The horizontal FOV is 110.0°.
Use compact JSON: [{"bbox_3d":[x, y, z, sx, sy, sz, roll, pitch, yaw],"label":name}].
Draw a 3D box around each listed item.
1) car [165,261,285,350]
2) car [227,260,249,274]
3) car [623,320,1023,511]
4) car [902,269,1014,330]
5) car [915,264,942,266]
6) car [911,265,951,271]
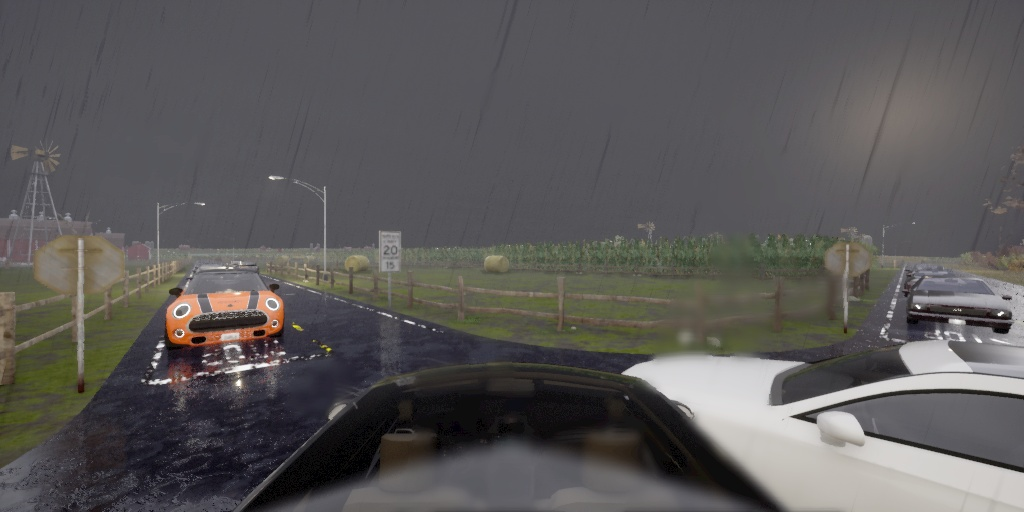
[{"bbox_3d":[-7.466,1.137,9.427,2.097,1.767,4.553,0,0,-39],"label":"car"},{"bbox_3d":[-33.211,1.269,43.389,1.837,1.490,4.892,0,0,-41],"label":"car"},{"bbox_3d":[2.861,1.293,2.215,1.812,1.442,4.674,0,1,-43],"label":"car"},{"bbox_3d":[13.642,1.333,11.163,5.357,1.411,2.033,0,1,-42],"label":"car"},{"bbox_3d":[28.690,1.305,24.777,4.902,1.511,2.128,0,1,-42],"label":"car"},{"bbox_3d":[21.050,1.361,17.870,4.181,1.385,1.994,0,1,-43],"label":"car"}]
